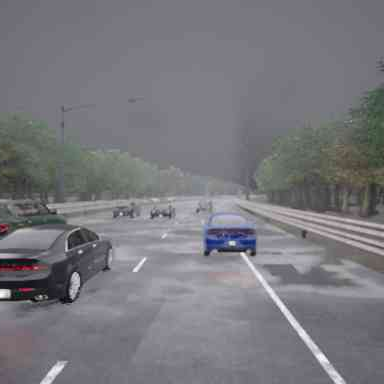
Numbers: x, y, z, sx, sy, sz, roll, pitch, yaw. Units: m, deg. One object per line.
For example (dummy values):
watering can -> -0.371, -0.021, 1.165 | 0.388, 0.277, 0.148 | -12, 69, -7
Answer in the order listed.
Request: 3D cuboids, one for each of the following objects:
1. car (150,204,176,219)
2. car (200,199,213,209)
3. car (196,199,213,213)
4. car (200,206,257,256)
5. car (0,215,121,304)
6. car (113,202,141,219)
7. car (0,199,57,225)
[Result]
car -> -2.578, 1.776, 30.806 | 1.895, 1.301, 4.718 | 0, 0, 3
car -> 2.307, 1.844, 53.010 | 1.812, 1.442, 4.674 | 0, 0, 5
car -> 1.511, 1.789, 41.302 | 2.033, 1.411, 5.357 | 0, -1, 4
car -> 1.390, 1.557, 13.520 | 1.882, 1.535, 5.008 | 0, 0, 1
car -> -3.310, 1.550, 8.271 | 1.837, 1.490, 4.892 | 0, 0, 1
car -> -6.048, 1.681, 31.382 | 1.837, 1.490, 4.892 | 0, 0, 3
car -> -6.731, 1.290, 12.823 | 2.150, 2.045, 5.566 | 0, 0, 1
